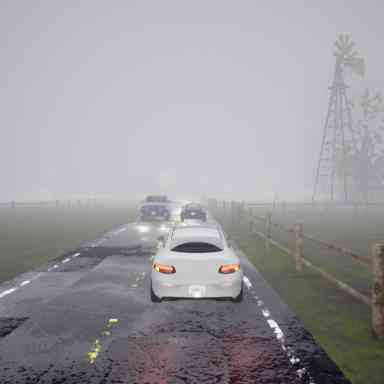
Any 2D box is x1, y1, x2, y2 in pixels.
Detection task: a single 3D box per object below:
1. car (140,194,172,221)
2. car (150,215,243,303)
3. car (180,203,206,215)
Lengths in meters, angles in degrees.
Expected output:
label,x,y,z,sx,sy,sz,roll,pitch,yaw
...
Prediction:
label,x,y,z,sx,sy,sz,roll,pitch,yaw
car,-2.839,1.216,27.308,2.150,2.045,5.566,0,0,0
car,0.095,1.525,8.079,1.812,1.442,4.674,0,0,0
car,0.099,1.559,26.384,1.994,1.385,4.181,0,0,0
